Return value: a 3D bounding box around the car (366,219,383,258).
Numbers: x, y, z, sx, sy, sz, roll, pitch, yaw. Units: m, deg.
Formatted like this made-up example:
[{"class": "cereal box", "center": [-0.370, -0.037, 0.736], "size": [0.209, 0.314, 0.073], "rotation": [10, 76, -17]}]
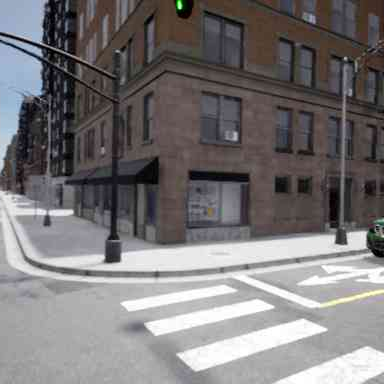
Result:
[{"class": "car", "center": [8.455, 1.248, 11.427], "size": [5.566, 2.045, 2.150], "rotation": [1, 0, -30]}]
